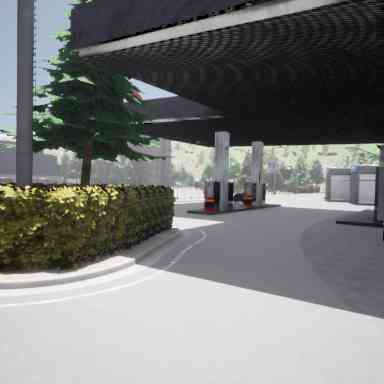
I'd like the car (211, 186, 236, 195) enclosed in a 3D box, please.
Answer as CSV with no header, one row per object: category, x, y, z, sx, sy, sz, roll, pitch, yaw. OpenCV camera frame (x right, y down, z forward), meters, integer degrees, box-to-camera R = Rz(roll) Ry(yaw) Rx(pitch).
car,6.445,-0.336,68.235,4.514,1.523,2.007,2,2,35

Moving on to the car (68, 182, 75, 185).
car,-25.645,-1.289,68.024,4.605,1.855,1.932,2,2,35

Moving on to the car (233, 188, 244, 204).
car,6.716,0.645,39.968,1.837,1.490,4.892,2,2,35

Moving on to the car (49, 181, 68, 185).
car,-26.976,-1.264,65.408,3.866,1.878,1.905,2,2,35

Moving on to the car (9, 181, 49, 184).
car,-17.351,-0.184,35.189,3.866,1.878,1.905,2,2,35

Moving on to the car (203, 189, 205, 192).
car,4.686,-0.310,65.637,5.027,1.636,2.152,2,2,35

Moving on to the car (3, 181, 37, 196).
car,-21.902,-0.472,42.394,4.605,1.855,1.932,2,2,35
